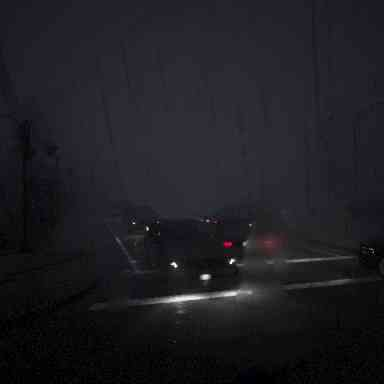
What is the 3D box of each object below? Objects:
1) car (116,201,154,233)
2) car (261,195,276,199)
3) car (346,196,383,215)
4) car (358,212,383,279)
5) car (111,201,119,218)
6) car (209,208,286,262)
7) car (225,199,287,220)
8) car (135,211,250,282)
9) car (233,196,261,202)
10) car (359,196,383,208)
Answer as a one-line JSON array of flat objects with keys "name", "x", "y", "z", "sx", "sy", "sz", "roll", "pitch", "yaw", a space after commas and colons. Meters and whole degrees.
[{"name": "car", "x": -3.127, "y": 1.529, "z": 19.967, "sx": 2.033, "sy": 1.411, "sz": 5.357, "roll": 0, "pitch": 0, "yaw": -17}, {"name": "car", "x": 10.252, "y": 1.275, "z": 47.171, "sx": 2.152, "sy": 1.636, "sz": 5.027, "roll": 0, "pitch": 0, "yaw": -17}, {"name": "car", "x": 15.546, "y": 1.354, "z": 29.271, "sx": 1.970, "sy": 1.475, "sz": 3.806, "roll": 0, "pitch": 0, "yaw": -17}, {"name": "car", "x": 6.785, "y": 1.475, "z": 7.997, "sx": 5.008, "sy": 1.535, "sz": 1.882, "roll": 0, "pitch": 0, "yaw": 36}, {"name": "car", "x": -6.313, "y": 1.515, "z": 30.111, "sx": 2.033, "sy": 1.411, "sz": 5.357, "roll": 0, "pitch": 0, "yaw": -17}, {"name": "car", "x": 1.434, "y": 1.540, "z": 12.052, "sx": 2.033, "sy": 1.411, "sz": 5.357, "roll": 0, "pitch": 0, "yaw": -4}, {"name": "car", "x": 2.970, "y": 1.466, "z": 19.188, "sx": 5.357, "sy": 1.411, "sz": 2.033, "roll": -4, "pitch": 2, "yaw": -32}, {"name": "car", "x": -0.368, "y": 1.542, "z": 10.140, "sx": 2.033, "sy": 1.411, "sz": 5.357, "roll": 0, "pitch": 0, "yaw": -15}, {"name": "car", "x": 7.266, "y": 1.286, "z": 46.207, "sx": 2.007, "sy": 1.523, "sz": 4.514, "roll": 0, "pitch": 0, "yaw": -17}, {"name": "car", "x": 23.819, "y": 1.271, "z": 43.279, "sx": 1.845, "sy": 1.501, "sz": 3.633, "roll": 0, "pitch": 0, "yaw": -17}]
